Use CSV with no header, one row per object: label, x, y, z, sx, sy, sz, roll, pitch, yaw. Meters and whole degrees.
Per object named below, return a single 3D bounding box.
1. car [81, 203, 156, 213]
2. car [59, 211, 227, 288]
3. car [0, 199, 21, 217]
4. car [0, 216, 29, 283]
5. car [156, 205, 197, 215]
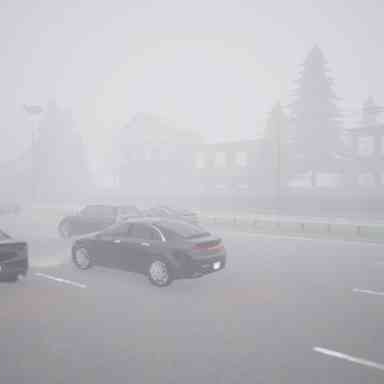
car,-4.229,1.307,15.617,4.553,1.767,2.097,0,0,36
car,-1.383,1.482,9.282,4.892,1.490,1.837,0,0,36
car,-16.792,1.378,28.891,4.902,1.511,2.128,0,0,36
car,-6.098,1.441,8.347,5.008,1.535,1.882,0,0,36
car,-1.905,1.449,18.257,4.902,1.511,2.128,0,0,36
